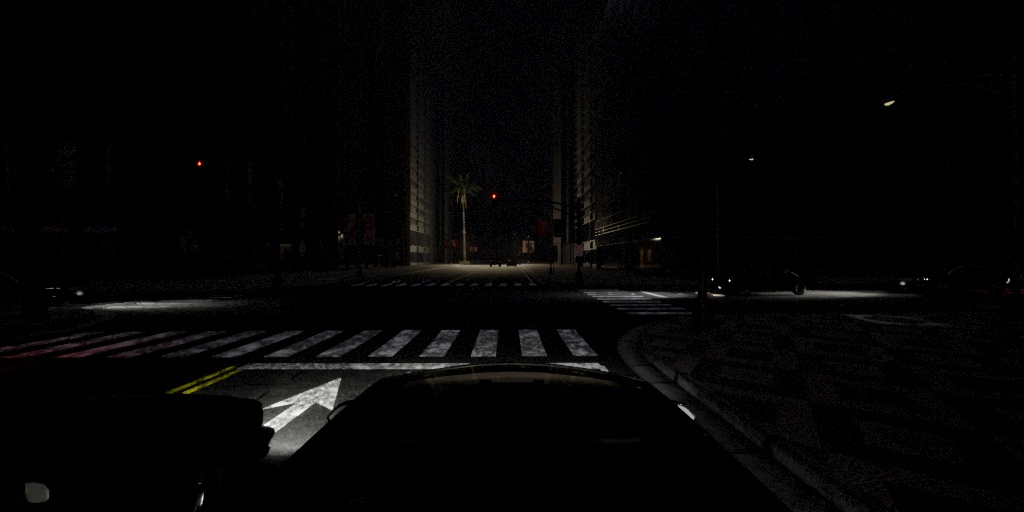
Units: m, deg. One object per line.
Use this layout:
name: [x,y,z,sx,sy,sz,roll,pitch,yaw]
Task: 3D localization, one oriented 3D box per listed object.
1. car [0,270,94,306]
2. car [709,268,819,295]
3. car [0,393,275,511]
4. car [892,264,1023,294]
car: [-20.591,1.317,14.989,4.902,1.511,2.128,0,0,-1]
car: [12.996,1.316,18.734,4.718,1.301,1.895,0,0,-2]
car: [-3.176,1.297,0.710,2.033,1.411,5.357,0,0,4]
car: [23.002,1.173,18.900,4.902,1.511,2.128,0,0,-1]
